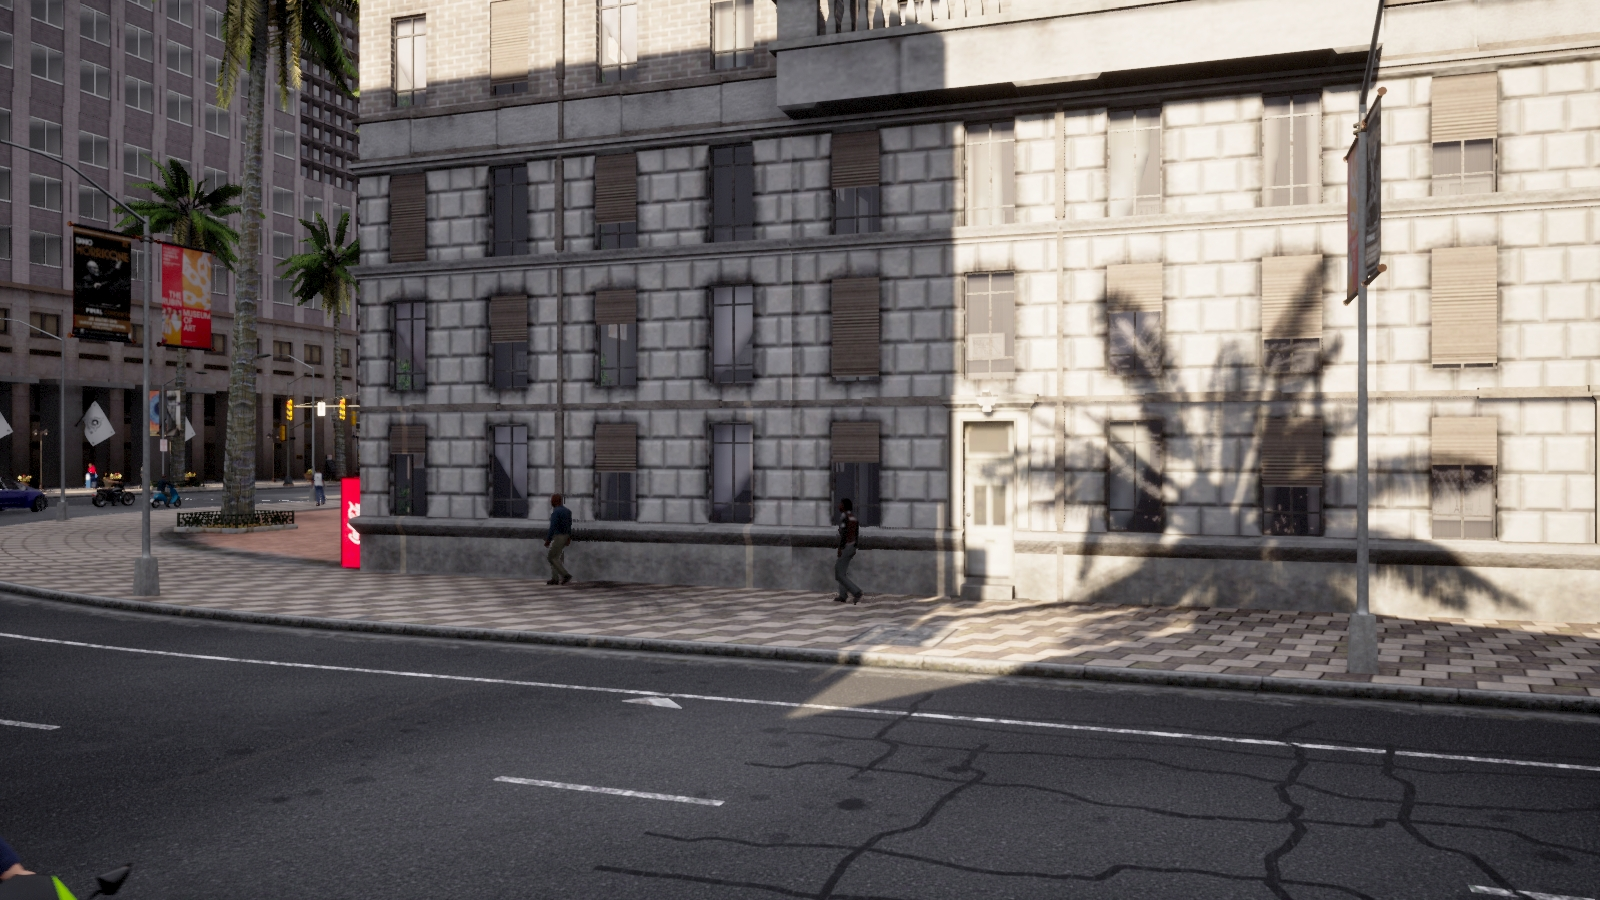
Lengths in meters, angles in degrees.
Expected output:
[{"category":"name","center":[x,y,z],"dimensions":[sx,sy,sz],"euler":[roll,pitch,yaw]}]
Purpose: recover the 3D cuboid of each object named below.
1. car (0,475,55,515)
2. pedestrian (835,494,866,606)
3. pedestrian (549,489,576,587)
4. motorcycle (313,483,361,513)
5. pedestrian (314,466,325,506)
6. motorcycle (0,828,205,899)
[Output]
[{"category":"car","center":[-35.453,1.968,50.138],"dimensions":[2.242,1.667,4.611],"euler":[0,0,5]},{"category":"pedestrian","center":[0.862,1.696,19.511],"dimensions":[0.375,1.860,0.375],"euler":[0,0,33]},{"category":"pedestrian","center":[-4.587,1.696,22.068],"dimensions":[0.375,1.860,0.375],"euler":[0,0,21]},{"category":"motorcycle","center":[-21.134,2.170,52.239],"dimensions":[0.764,1.277,2.356],"euler":[0,0,16]},{"category":"pedestrian","center":[-22.455,1.696,53.408],"dimensions":[0.375,1.860,0.375],"euler":[0,0,-6]},{"category":"motorcycle","center":[-3.464,2.213,4.529],"dimensions":[2.033,1.145,0.803],"euler":[0,0,20]}]
